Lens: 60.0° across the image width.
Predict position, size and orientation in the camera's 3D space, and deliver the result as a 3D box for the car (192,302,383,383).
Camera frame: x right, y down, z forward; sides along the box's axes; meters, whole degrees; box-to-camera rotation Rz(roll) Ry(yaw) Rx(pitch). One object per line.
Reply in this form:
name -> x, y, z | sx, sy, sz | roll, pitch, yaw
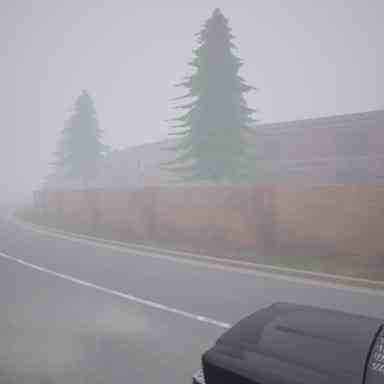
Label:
car -> 2.338, 1.611, 2.394 | 4.718, 1.301, 1.895 | 0, 0, 35
